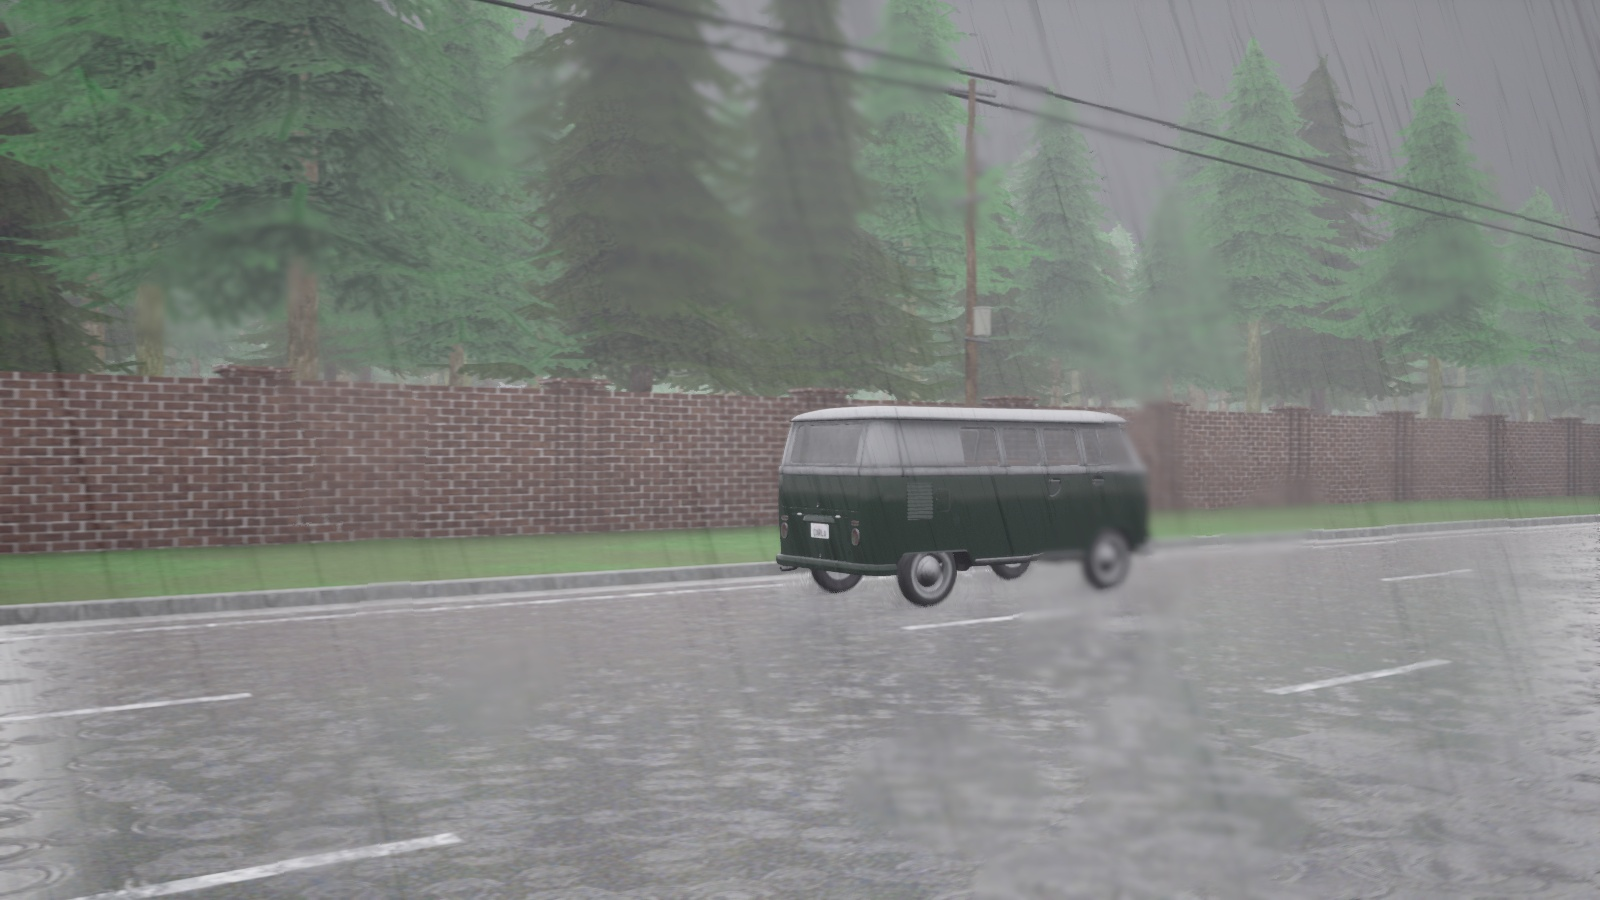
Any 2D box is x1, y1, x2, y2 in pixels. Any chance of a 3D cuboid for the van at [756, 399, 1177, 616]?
[{"bbox_3d":[1.880,0.527,13.496,4.442,1.987,1.775,0,0,-35],"label":"van"}]
